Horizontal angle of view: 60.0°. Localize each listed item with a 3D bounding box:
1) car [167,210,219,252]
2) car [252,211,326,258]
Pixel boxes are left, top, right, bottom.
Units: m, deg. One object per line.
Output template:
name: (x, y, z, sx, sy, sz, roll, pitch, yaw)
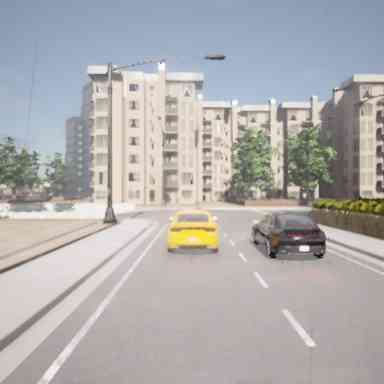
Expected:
car: (0.056, 1.485, 14.004, 1.882, 1.535, 5.008, 0, 0, 1)
car: (3.546, 1.513, 12.836, 1.837, 1.490, 4.892, 0, 0, 1)
